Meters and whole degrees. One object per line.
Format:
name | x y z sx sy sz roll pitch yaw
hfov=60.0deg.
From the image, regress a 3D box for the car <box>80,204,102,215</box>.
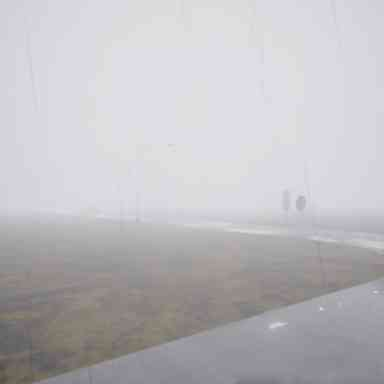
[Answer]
car | -15.827 2.684 52.036 2.097 1.767 4.553 2 -2 -36
